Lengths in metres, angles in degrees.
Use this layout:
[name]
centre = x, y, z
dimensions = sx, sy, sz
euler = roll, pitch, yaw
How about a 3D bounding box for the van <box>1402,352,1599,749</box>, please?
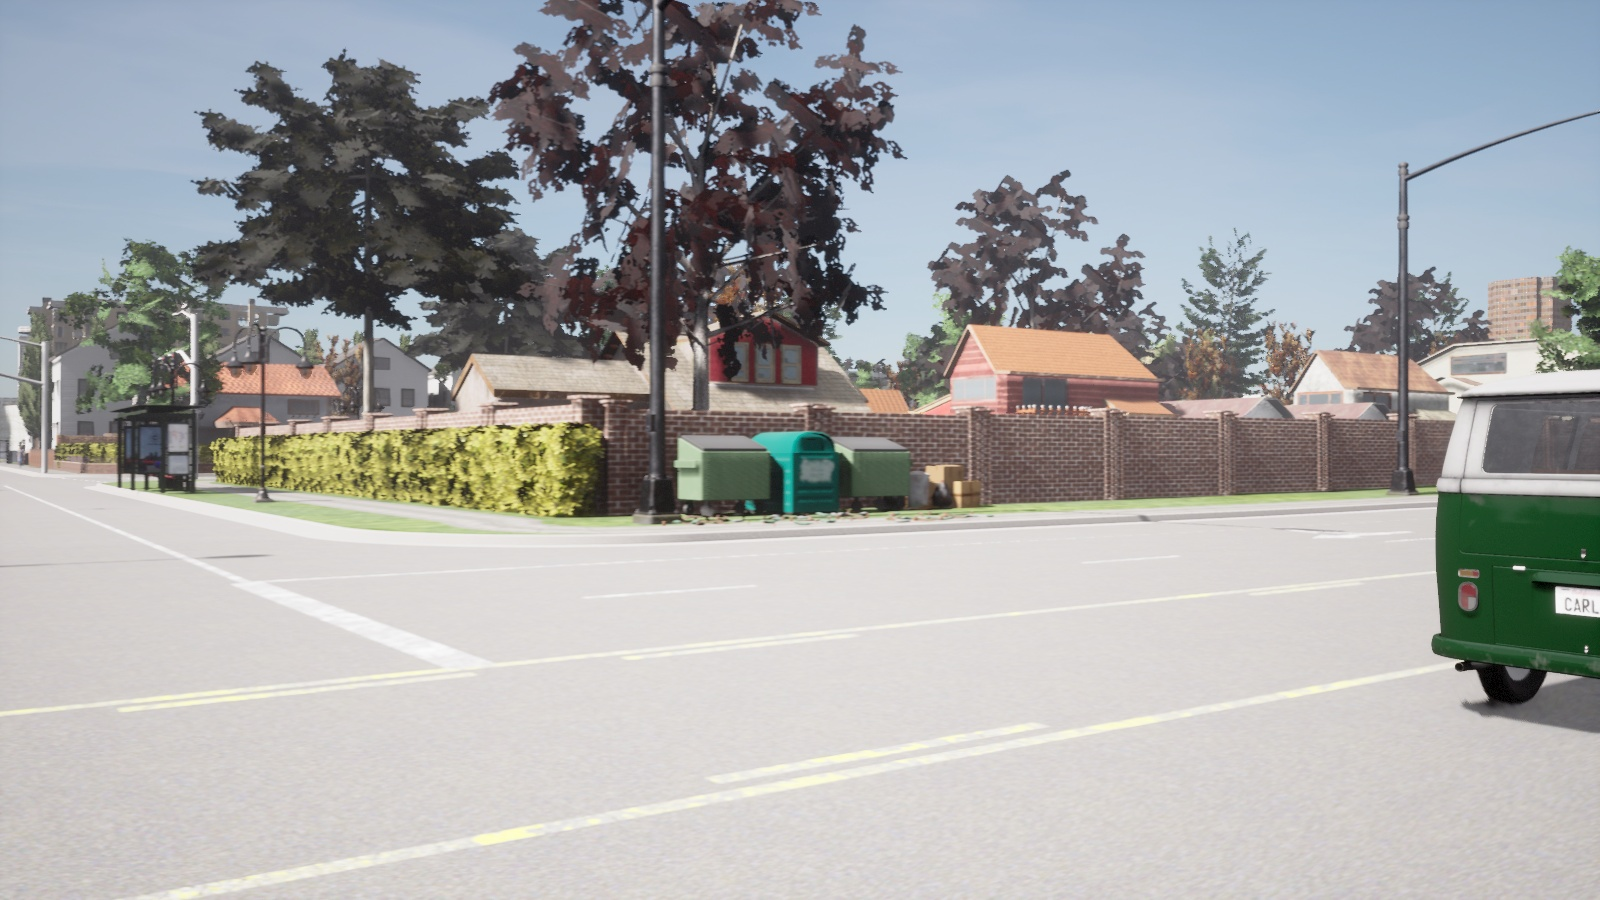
[van]
centre = 5.747, 0.504, 7.661
dimensions = 4.442, 1.987, 1.775
euler = 0, 0, -35
